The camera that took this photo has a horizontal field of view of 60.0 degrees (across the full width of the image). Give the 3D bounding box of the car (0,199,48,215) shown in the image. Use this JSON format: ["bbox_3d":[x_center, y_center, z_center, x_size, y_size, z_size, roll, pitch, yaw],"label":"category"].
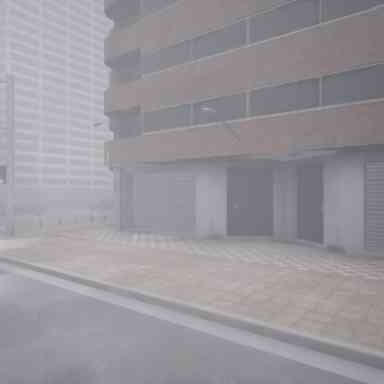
[{"bbox_3d":[-16.726,1.505,32.660,1.837,1.490,4.892,0,0,37],"label":"car"}]

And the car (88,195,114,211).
[{"bbox_3d":[-10.478,1.505,40.915,1.837,1.490,4.892,0,0,37],"label":"car"}]
